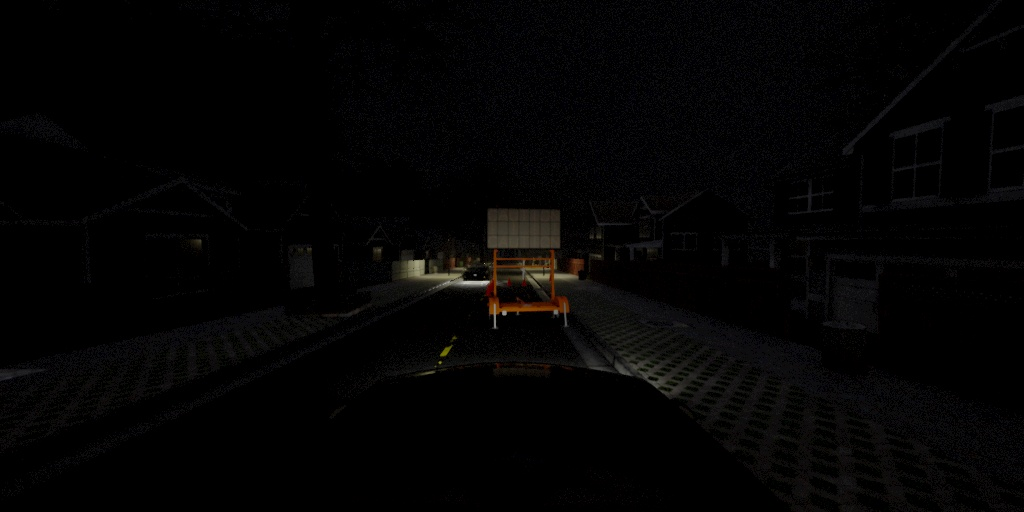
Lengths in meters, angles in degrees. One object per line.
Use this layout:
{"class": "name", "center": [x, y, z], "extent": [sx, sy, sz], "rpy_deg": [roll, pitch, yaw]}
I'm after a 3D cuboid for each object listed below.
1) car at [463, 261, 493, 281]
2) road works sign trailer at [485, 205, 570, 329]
{"class": "car", "center": [-2.880, 1.311, 29.965], "extent": [1.994, 1.385, 4.181], "rpy_deg": [0, 0, 0]}
{"class": "road works sign trailer", "center": [0.351, 0.207, 11.334], "extent": [2.380, 3.560, 2.880], "rpy_deg": [0, 0, -7]}
